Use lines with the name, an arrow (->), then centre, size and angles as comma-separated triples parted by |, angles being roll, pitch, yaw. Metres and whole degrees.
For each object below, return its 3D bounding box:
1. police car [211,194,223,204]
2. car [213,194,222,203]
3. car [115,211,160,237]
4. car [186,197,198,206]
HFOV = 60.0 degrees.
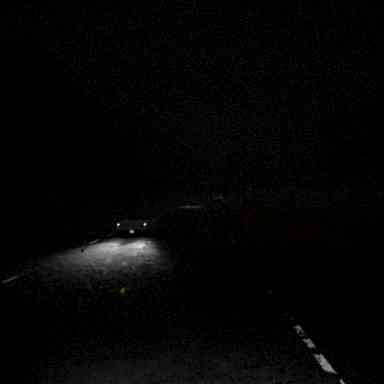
police car -> 5.264, 1.655, 69.693 | 1.930, 1.638, 5.238 | -1, 0, 5
car -> 6.135, 1.440, 79.584 | 2.150, 2.045, 5.566 | 0, 0, 5
car -> -3.147, 1.832, 20.016 | 1.895, 1.301, 4.718 | -1, 0, 2
car -> 0.007, 1.735, 61.999 | 1.882, 1.535, 5.008 | -4, -1, 5
